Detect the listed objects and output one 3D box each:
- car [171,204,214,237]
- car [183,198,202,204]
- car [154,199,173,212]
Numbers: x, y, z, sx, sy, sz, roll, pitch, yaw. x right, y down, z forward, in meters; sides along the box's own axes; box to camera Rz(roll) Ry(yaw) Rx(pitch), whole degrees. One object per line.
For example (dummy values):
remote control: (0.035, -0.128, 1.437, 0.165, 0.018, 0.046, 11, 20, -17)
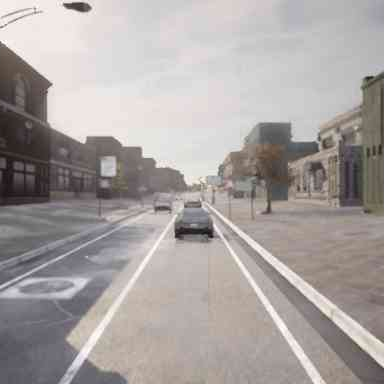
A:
car: (0.097, 1.539, 17.852, 1.994, 1.385, 4.181, 0, 0, 0)
car: (0.098, 1.391, 35.623, 2.128, 1.511, 4.902, 0, 0, 0)
car: (-3.102, 1.462, 37.021, 2.033, 1.411, 5.357, 0, 0, 0)
